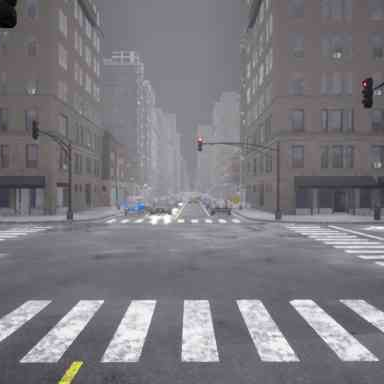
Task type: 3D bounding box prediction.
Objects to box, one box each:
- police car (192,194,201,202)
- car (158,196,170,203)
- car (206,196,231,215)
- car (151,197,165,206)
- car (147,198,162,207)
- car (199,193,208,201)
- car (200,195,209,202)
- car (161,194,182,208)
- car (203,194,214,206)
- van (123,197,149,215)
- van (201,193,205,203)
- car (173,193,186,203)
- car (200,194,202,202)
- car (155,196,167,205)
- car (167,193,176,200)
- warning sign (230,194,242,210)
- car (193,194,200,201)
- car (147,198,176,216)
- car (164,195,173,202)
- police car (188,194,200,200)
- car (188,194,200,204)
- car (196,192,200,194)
[{"bbox_3d":[1.083,1.421,79.521,1.930,1.638,5.238,0,0,-1],"label":"police car"},{"bbox_3d":[-5.615,1.566,67.463,1.947,1.339,4.313,0,0,0],"label":"car"},{"bbox_3d":[2.786,1.442,33.425,1.967,1.590,4.097,0,0,0],"label":"car"},{"bbox_3d":[-5.657,1.568,56.127,1.947,1.339,4.313,0,0,0],"label":"car"},{"bbox_3d":[-5.678,1.585,50.459,1.802,1.307,4.206,0,0,0],"label":"car"},{"bbox_3d":[2.972,1.309,84.448,2.192,1.841,5.009,0,0,0],"label":"car"},{"bbox_3d":[2.952,1.436,78.779,1.967,1.590,4.097,0,0,0],"label":"car"},{"bbox_3d":[-2.926,1.494,47.631,2.128,1.511,4.902,0,0,0],"label":"car"},{"bbox_3d":[2.827,1.443,44.763,1.967,1.590,4.097,0,0,0],"label":"car"},{"bbox_3d":[-5.740,1.343,33.454,1.690,1.788,3.998,0,0,0],"label":"van"},{"bbox_3d":[2.868,1.344,56.101,1.690,1.788,3.998,0,0,0],"label":"van"},{"bbox_3d":[-2.757,1.499,67.945,2.128,1.511,4.902,0,0,0],"label":"car"},{"bbox_3d":[2.890,1.527,61.940,1.752,1.417,4.829,0,0,0],"label":"car"},{"bbox_3d":[-5.637,1.527,61.625,1.752,1.417,4.829,0,0,0],"label":"car"},{"bbox_3d":[-5.533,1.306,90.136,2.192,1.841,5.009,0,0,0],"label":"car"},{"bbox_3d":[5.209,1.118,39.410,1.300,1.860,1.060,0,0,0],"label":"warning sign"},{"bbox_3d":[1.110,1.448,89.616,1.801,1.575,5.366,0,0,0],"label":"car"},{"bbox_3d":[-2.980,1.565,33.015,1.994,1.385,4.181,0,0,1],"label":"car"},{"bbox_3d":[-5.575,1.522,78.630,1.752,1.417,4.829,0,0,0],"label":"car"},{"bbox_3d":[0.618,1.414,95.445,1.930,1.638,5.238,0,0,-16],"label":"police car"},{"bbox_3d":[0.227,1.602,63.024,1.895,1.301,4.718,0,0,0],"label":"car"},{"bbox_3d":[0.263,1.291,72.998,1.882,1.535,5.008,0,0,0],"label":"car"}]
